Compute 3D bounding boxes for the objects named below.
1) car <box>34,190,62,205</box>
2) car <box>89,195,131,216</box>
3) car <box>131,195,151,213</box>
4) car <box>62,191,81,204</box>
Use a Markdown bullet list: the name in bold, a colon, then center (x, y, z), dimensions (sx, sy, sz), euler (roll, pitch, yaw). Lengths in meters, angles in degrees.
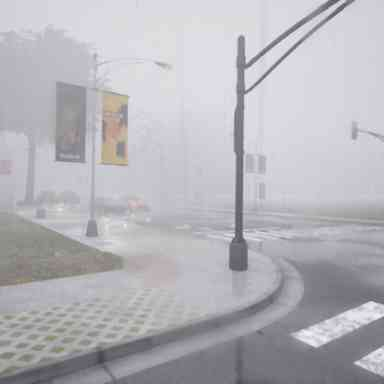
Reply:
- **car**: center (-21.306, 0.782, 48.955), dimensions (2.150, 2.045, 5.566), euler (1, -1, -35)
- **car**: center (-7.468, 1.167, 29.056), dimensions (1.882, 1.535, 5.008), euler (1, 0, -35)
- **car**: center (-5.758, 1.091, 32.286), dimensions (2.097, 1.767, 4.553), euler (1, 0, -35)
- **car**: center (-18.962, 0.832, 51.279), dimensions (2.150, 2.045, 5.566), euler (1, -1, -35)
